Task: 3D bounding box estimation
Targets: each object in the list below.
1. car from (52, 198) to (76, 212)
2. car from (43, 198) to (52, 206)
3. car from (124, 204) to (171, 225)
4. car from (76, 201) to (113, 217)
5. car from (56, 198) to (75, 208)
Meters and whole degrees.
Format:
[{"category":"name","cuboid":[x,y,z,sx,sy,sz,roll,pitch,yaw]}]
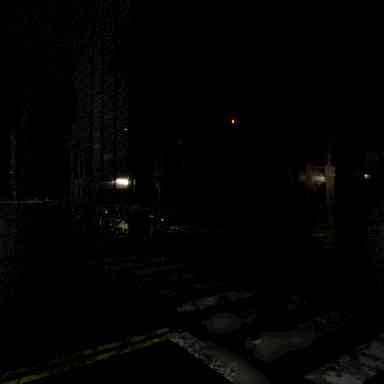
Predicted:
[{"category":"car","cuboid":[-15.490,1.724,41.394,2.033,1.411,5.357,1,-1,-34]},{"category":"car","cuboid":[-26.507,1.802,62.419,2.128,1.511,4.902,1,-1,-36]},{"category":"car","cuboid":[-3.390,1.607,24.340,1.812,1.442,4.674,1,-1,-37]},{"category":"car","cuboid":[-9.339,1.619,32.705,2.128,1.511,4.902,1,-1,-36]},{"category":"car","cuboid":[-20.708,1.790,54.249,1.812,1.442,4.674,1,-1,-35]}]
